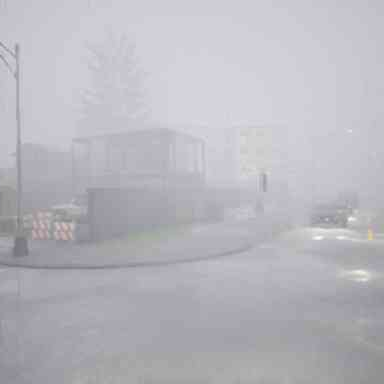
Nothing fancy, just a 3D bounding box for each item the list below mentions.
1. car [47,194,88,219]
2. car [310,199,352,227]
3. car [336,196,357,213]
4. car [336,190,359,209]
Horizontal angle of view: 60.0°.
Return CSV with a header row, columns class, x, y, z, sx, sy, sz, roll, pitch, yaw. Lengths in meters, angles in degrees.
class,x,y,z,sx,sy,sz,roll,pitch,yaw
car,-7.935,1.088,22.986,3.866,1.878,1.905,-1,0,-27
car,8.704,1.382,20.953,1.994,1.385,4.181,-1,0,28
car,13.336,1.326,29.705,1.895,1.301,4.718,-1,0,28
car,18.233,0.849,38.869,2.150,2.045,5.566,-1,0,28
